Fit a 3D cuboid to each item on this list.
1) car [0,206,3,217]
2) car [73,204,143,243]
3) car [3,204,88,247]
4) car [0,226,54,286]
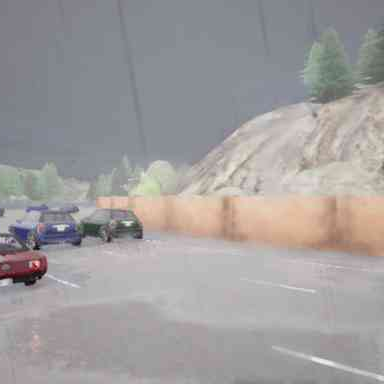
[{"bbox_3d":[-22.573,2.021,37.466,2.097,1.767,4.553,1,-1,-16],"label":"car"},{"bbox_3d":[-4.638,1.713,18.509,2.097,1.767,4.553,2,-2,-41],"label":"car"},{"bbox_3d":[-7.112,1.650,15.906,2.097,1.767,4.553,2,-2,-43],"label":"car"},{"bbox_3d":[-5.769,1.765,9.020,4.718,1.301,1.895,-1,-2,44],"label":"car"}]
